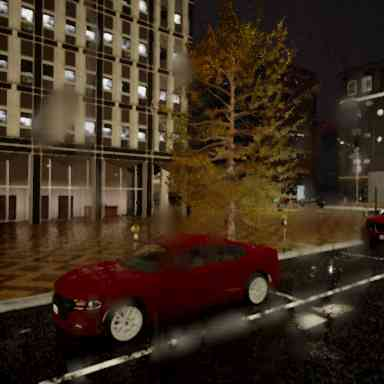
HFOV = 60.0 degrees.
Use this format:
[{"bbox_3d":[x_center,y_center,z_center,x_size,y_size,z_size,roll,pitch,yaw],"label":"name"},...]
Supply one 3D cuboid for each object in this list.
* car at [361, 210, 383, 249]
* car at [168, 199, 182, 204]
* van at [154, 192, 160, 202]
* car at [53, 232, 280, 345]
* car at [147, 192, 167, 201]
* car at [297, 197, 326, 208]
[{"bbox_3d":[8.564,1.215,12.766,5.009,1.841,2.192,0,1,-36],"label":"car"},{"bbox_3d":[-1.617,0.916,51.462,2.192,1.841,5.009,1,0,-36],"label":"car"},{"bbox_3d":[-4.904,0.928,56.034,1.690,1.788,3.998,1,0,-36],"label":"van"},{"bbox_3d":[-0.248,1.521,6.373,4.507,1.381,1.887,0,1,-36],"label":"car"},{"bbox_3d":[-7.963,0.959,74.643,2.192,1.841,5.009,1,0,-36],"label":"car"},{"bbox_3d":[15.045,1.310,42.638,1.947,1.339,4.313,1,0,-36],"label":"car"}]
